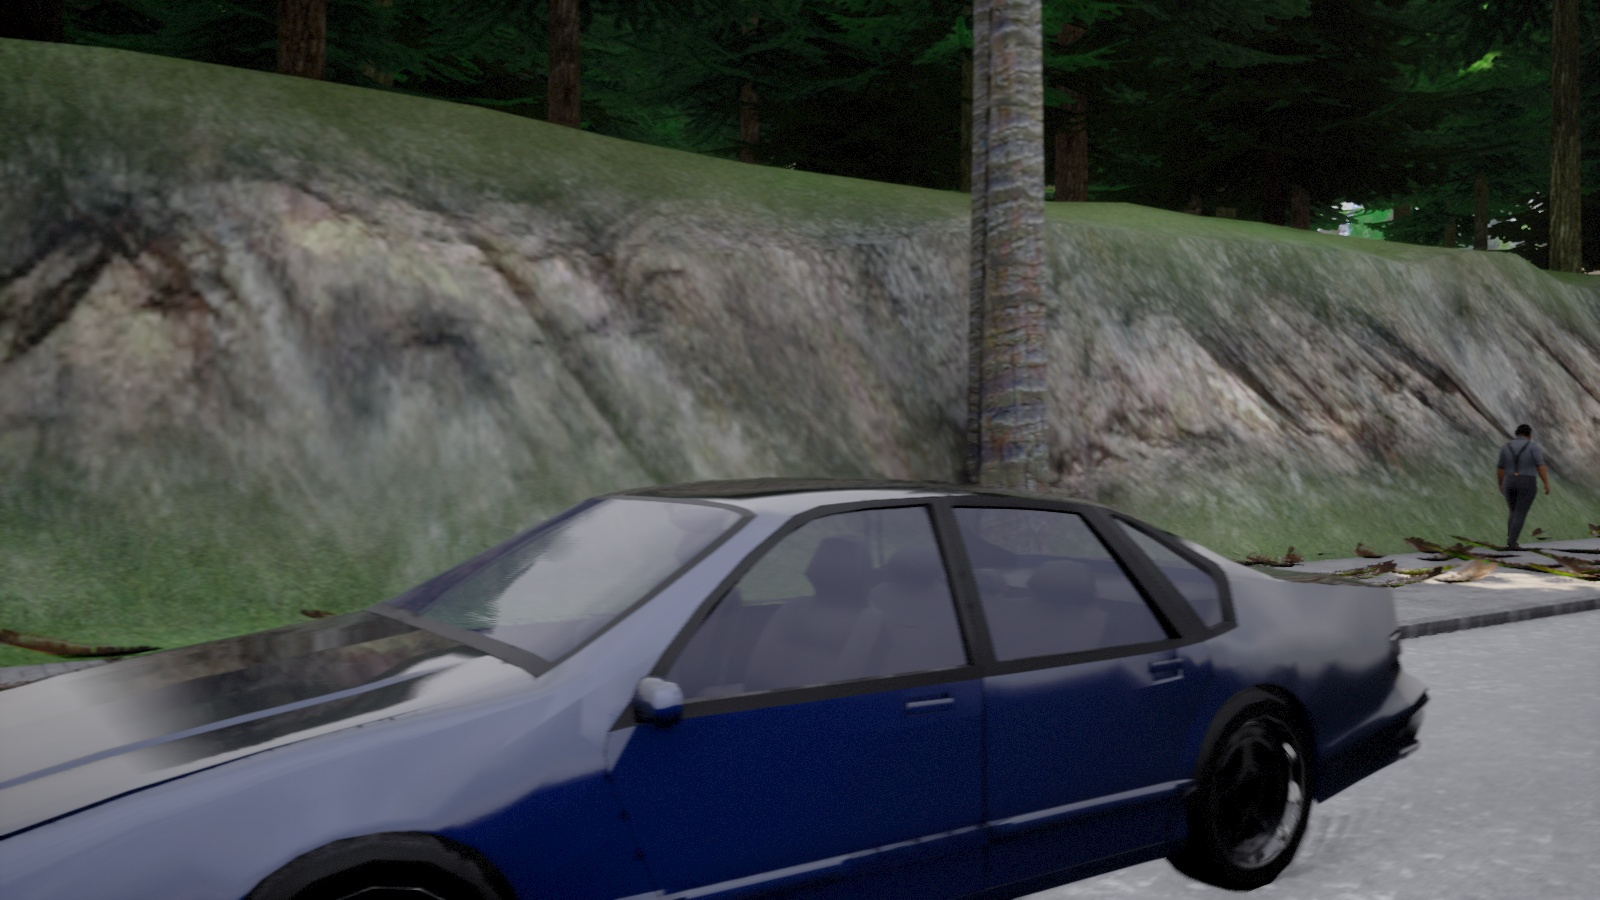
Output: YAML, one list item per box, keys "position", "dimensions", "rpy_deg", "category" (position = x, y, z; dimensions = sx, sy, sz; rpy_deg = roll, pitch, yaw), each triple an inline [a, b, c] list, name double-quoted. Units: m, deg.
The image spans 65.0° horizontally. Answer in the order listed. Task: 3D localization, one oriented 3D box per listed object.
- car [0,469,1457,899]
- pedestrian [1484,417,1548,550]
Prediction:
- position: [-0.287, 0.803, 4.068]
  dimensions: [5.357, 1.411, 2.033]
  rpy_deg: [0, 0, -35]
  category: "car"
- position: [10.164, 0.467, 17.822]
  dimensions: [0.694, 1.848, 0.540]
  rpy_deg: [0, 0, -36]
  category: "pedestrian"
